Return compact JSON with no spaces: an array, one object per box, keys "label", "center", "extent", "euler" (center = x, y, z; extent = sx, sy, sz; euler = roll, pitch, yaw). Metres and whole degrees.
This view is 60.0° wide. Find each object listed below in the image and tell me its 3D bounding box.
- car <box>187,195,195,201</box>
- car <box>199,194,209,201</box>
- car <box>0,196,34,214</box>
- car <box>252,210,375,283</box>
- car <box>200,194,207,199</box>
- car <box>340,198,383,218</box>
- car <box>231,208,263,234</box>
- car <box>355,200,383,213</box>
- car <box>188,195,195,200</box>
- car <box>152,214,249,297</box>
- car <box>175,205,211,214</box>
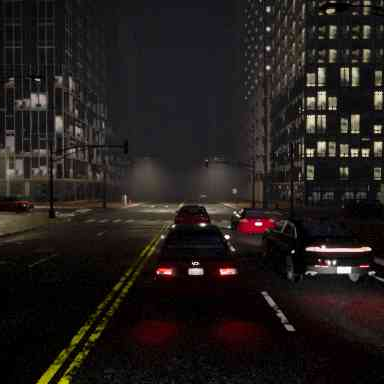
[{"label":"car","center":[-0.202,1.519,82.776],"extent":[1.895,1.301,4.718],"euler":[0,0,0]},{"label":"car","center":[3.052,1.513,81.434],"extent":[1.895,1.301,4.718],"euler":[0,0,0]},{"label":"car","center":[-18.289,1.206,33.295],"extent":[4.553,1.767,2.097],"euler":[1,1,1]},{"label":"car","center":[3.325,1.487,9.679],"extent":[2.128,1.511,4.902],"euler":[0,0,0]},{"label":"car","center":[3.027,1.266,91.407],"extent":[1.812,1.442,4.674],"euler":[0,0,0]},{"label":"car","center":[16.128,1.519,30.232],"extent":[5.009,1.841,2.192],"euler":[1,0,1]},{"label":"car","center":[3.304,1.554,18.480],"extent":[1.994,1.385,4.181],"euler":[0,0,0]},{"label":"car","center":[21.716,1.642,38.532],"extent":[4.829,1.417,1.752],"euler":[1,0,1]},{"label":"car","center":[-0.227,1.459,92.866],"extent":[1.994,1.385,4.181],"euler":[0,0,0]},{"label":"car","center":[0.080,1.544,8.764],"extent":[2.033,1.411,5.357],"euler":[0,0,0]},{"label":"car","center":[0.060,1.468,18.585],"extent":[1.882,1.535,5.008],"euler":[0,0,1]}]
